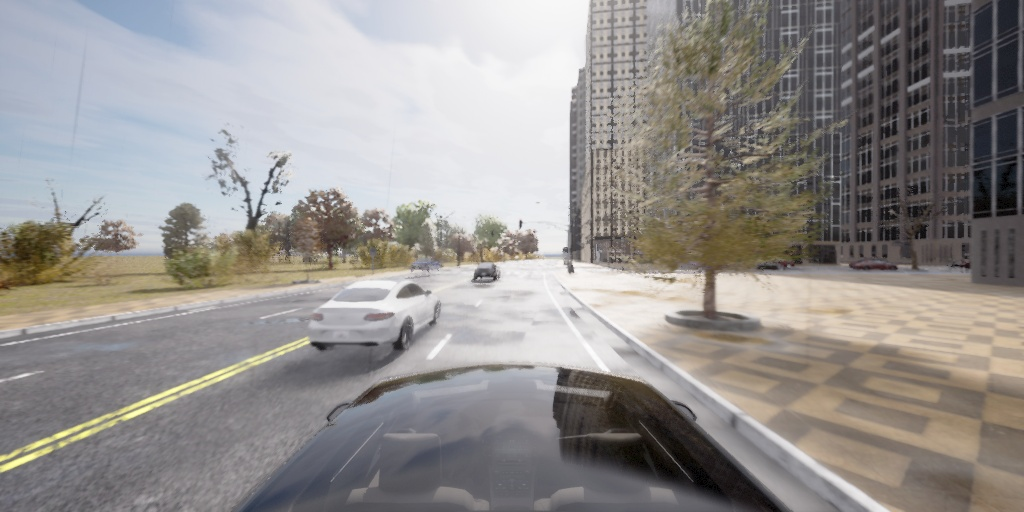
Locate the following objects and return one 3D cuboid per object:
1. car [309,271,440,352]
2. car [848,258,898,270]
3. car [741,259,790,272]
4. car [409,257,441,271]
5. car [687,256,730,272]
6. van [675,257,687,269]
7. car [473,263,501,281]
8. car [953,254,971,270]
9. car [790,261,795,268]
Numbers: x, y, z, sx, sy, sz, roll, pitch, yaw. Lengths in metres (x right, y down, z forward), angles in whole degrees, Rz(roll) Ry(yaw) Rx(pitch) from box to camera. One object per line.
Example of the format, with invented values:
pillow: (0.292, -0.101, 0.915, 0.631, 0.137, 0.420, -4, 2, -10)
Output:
car: (-3.068, 1.273, 8.825, 1.812, 1.442, 4.674, 0, 0, 1)
car: (40.604, 1.046, 40.349, 4.207, 1.307, 1.802, 0, 0, 9)
car: (29.351, 1.107, 42.022, 4.313, 1.339, 1.948, 0, 0, 9)
car: (-8.321, 0.828, 34.748, 1.882, 1.535, 5.008, 0, 0, 5)
car: (23.721, 1.020, 42.835, 4.097, 1.591, 1.967, 0, 0, 9)
van: (25.058, 0.887, 51.355, 3.998, 1.789, 1.690, 0, 0, 9)
car: (-2.032, 1.271, 30.174, 1.812, 1.442, 4.674, 0, 0, 4)
car: (51.848, 0.703, 38.611, 5.009, 1.841, 2.192, 0, 0, 9)
car: (36.284, 1.015, 49.507, 4.507, 1.381, 1.888, 0, 0, 9)
